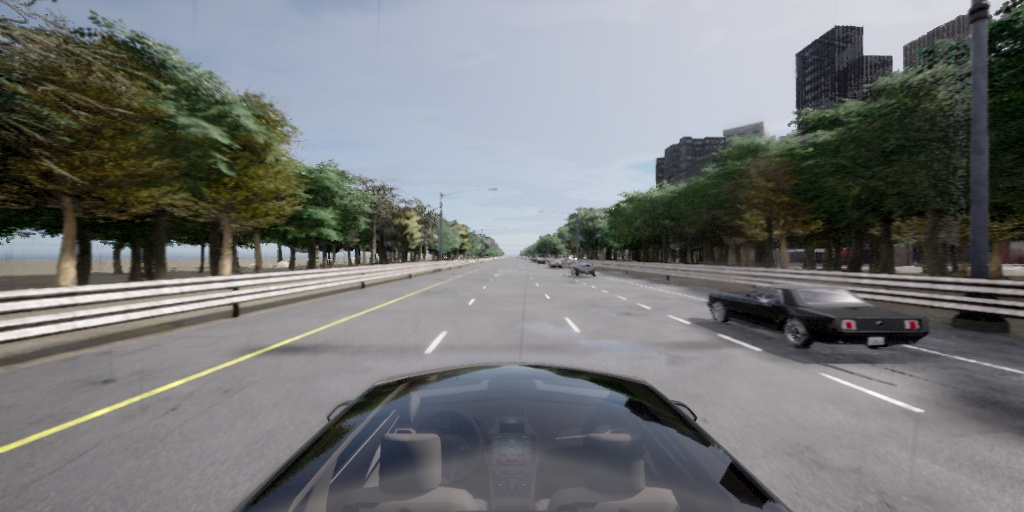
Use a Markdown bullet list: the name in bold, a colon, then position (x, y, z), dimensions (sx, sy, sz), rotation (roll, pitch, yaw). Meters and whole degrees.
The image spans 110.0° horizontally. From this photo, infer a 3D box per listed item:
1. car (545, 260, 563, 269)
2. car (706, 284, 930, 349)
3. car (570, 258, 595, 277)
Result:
- **car**: position (7.090, 1.409, 58.992), dimensions (1.895, 1.301, 4.718), rotation (0, 0, 0)
- **car**: position (6.999, 1.353, 9.106), dimensions (1.895, 1.301, 4.718), rotation (0, 0, 0)
- **car**: position (7.018, 1.269, 36.001), dimensions (2.128, 1.511, 4.902), rotation (0, 0, 0)
